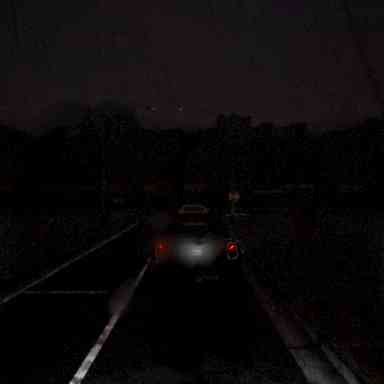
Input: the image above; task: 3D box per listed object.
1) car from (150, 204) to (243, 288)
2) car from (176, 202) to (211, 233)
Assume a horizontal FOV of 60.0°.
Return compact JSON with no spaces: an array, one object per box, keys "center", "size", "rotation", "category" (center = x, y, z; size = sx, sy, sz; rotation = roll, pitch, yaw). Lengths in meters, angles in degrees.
[{"center":[0.100,1.355,9.372],"size":[2.097,1.767,4.553],"rotation":[0,0,0],"category":"car"},{"center":[0.127,1.484,20.579],"size":[1.882,1.535,5.008],"rotation":[0,0,1],"category":"car"}]
